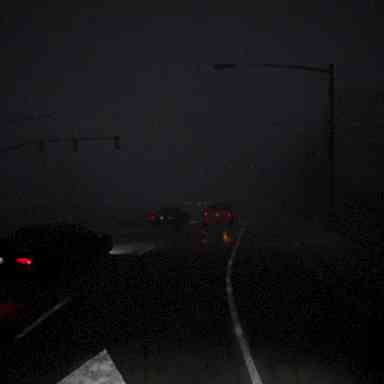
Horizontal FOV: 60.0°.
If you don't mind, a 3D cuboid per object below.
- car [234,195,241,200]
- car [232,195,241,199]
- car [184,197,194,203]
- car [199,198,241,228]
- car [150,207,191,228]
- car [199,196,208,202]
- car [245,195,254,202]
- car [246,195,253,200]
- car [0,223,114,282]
[{"bbox_3d":[12.922,1.508,94.512,1.882,1.535,5.008,0,0,11],"label":"car"},{"bbox_3d":[10.917,1.717,84.280,2.033,1.411,5.357,0,0,11],"label":"car"},{"bbox_3d":[-0.667,1.797,79.771,2.033,1.411,5.357,0,0,11],"label":"car"},{"bbox_3d":[2.223,1.588,24.563,2.097,1.767,4.553,0,-1,14],"label":"car"},{"bbox_3d":[-1.492,1.782,24.391,2.033,1.411,5.357,0,0,12],"label":"car"},{"bbox_3d":[2.768,1.752,79.097,1.837,1.490,4.892,0,0,11],"label":"car"},{"bbox_3d":[14.424,1.528,83.979,2.097,1.767,4.553,0,0,11],"label":"car"},{"bbox_3d":[16.357,1.526,93.839,1.837,1.490,4.892,0,0,11],"label":"car"},{"bbox_3d":[-4.128,1.646,10.125,2.033,1.411,5.357,0,-1,7],"label":"car"}]
